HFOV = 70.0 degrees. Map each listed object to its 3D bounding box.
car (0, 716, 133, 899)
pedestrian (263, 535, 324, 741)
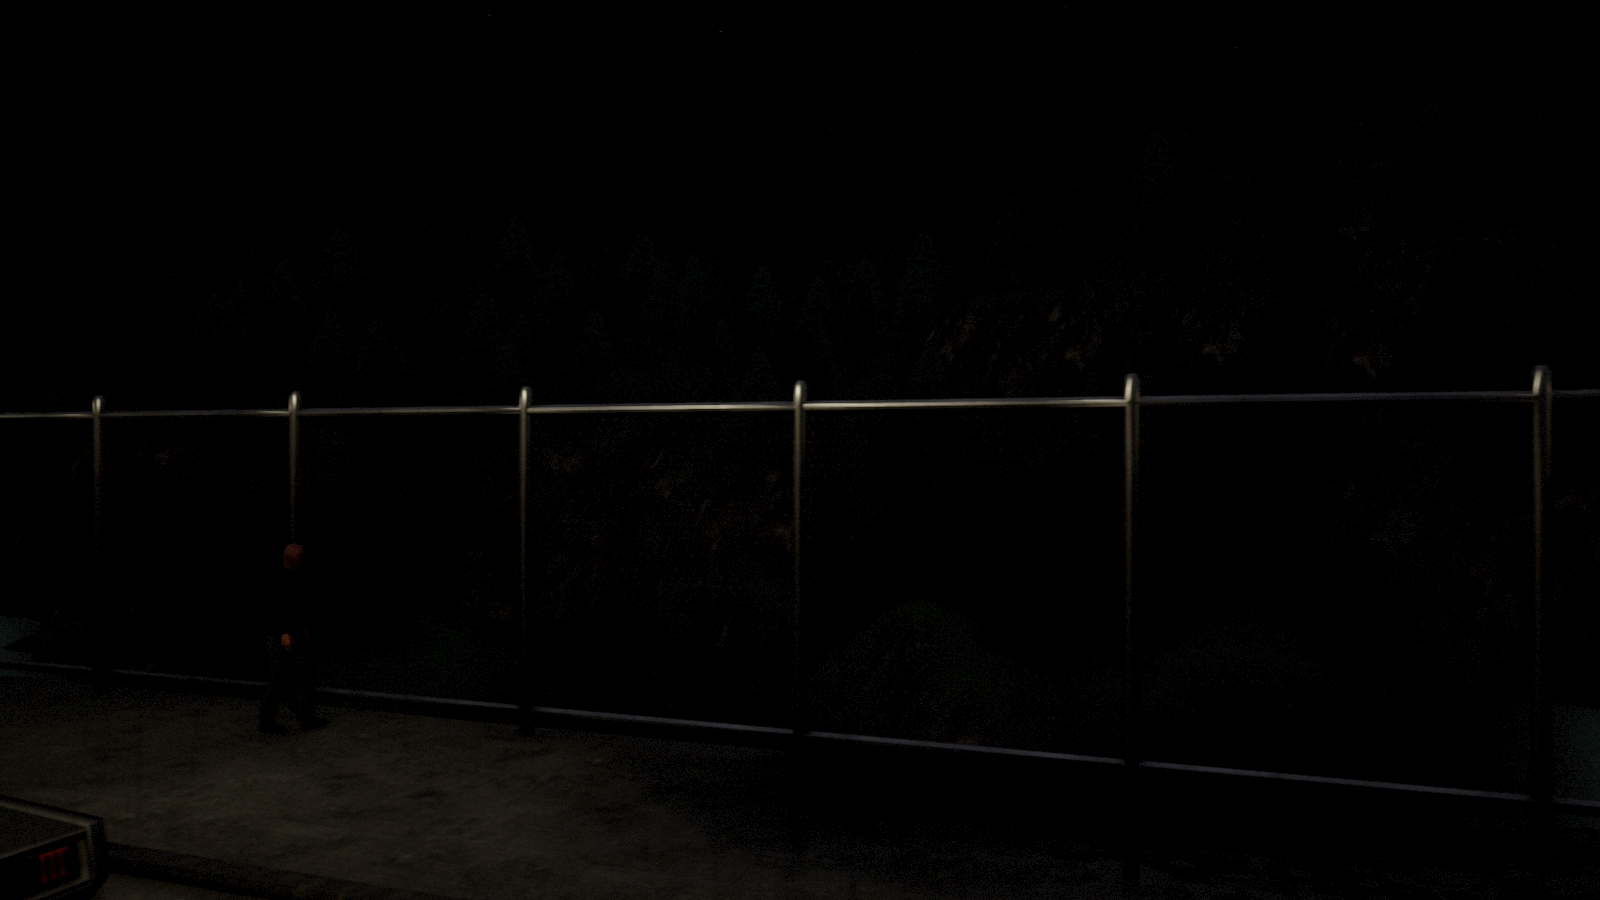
[{"bbox_3d":[-6.102,2.149,6.015,4.718,1.301,1.895,0,0,20],"label":"car"},{"bbox_3d":[-4.744,1.738,10.702,0.375,1.860,0.375,0,0,10],"label":"pedestrian"}]
